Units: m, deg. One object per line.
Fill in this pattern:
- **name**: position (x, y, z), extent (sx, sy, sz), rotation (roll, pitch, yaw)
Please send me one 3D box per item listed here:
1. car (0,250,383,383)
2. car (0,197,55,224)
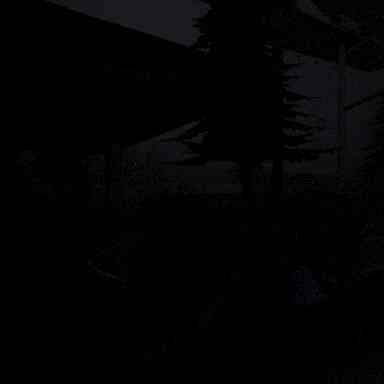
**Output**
- **car**: position (0.509, 1.547, 4.351), extent (5.357, 1.411, 2.033), rotation (0, 0, -35)
- **car**: position (-11.918, 1.313, 23.510), extent (3.866, 1.878, 1.905), rotation (0, 0, -36)
